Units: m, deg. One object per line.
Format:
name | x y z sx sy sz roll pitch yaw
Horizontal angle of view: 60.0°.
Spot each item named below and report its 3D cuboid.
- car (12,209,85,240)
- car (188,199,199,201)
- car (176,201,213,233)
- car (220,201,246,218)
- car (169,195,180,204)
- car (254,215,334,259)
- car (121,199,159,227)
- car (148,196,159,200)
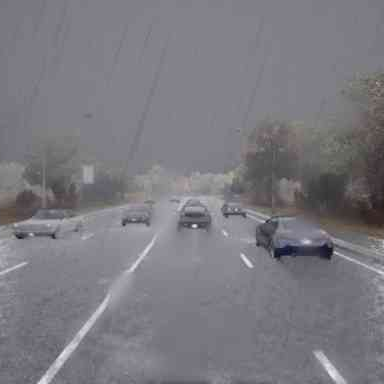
car | -7.073 1.577 16.872 1.895 1.301 4.718 0 0 0
car | 0.163 1.517 37.313 1.994 1.385 4.181 0 0 0
car | 0.133 1.480 19.417 1.837 1.490 4.892 0 0 0
car | 3.652 1.511 29.867 2.033 1.411 5.357 0 0 0
car | -3.407 1.396 63.895 1.882 1.535 5.008 0 0 1
car | 3.621 1.550 12.517 1.994 1.385 4.181 0 0 0
car | -3.560 1.475 22.826 1.837 1.490 4.892 0 0 0
car | -6.937 1.401 58.816 1.882 1.535 5.008 0 0 1
